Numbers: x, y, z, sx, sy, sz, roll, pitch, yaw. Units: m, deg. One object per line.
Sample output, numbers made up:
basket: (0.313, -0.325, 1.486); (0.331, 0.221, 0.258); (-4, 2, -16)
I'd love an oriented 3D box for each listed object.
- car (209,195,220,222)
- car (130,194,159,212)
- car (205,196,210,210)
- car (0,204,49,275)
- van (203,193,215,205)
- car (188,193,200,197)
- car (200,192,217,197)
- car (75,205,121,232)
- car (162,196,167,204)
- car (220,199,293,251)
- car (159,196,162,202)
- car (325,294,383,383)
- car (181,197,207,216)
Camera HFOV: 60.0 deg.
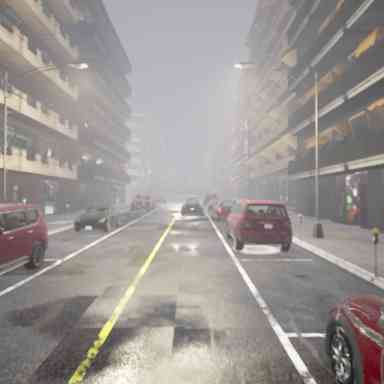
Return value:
car: (2.576, 1.290, 24.625); (1.967, 1.590, 4.097); (1, 0, 0)
car: (-5.256, 1.108, 35.749); (2.192, 1.841, 5.009); (1, 0, 0)
car: (2.584, 1.376, 35.688); (1.802, 1.307, 4.206); (1, 0, 0)
car: (-5.283, 1.261, 8.097); (2.192, 1.841, 5.009); (1, 0, 0)
van: (2.605, 1.067, 52.281); (1.690, 1.788, 3.998); (1, 0, 0)
car: (0.065, 1.215, 59.899); (2.128, 1.511, 4.902); (0, 0, 0)
car: (2.600, 1.061, 46.749); (2.192, 1.841, 5.009); (1, 0, 0)
car: (-5.278, 1.445, 19.161); (1.947, 1.339, 4.313); (1, 0, 0)
car: (-5.241, 1.287, 57.876); (1.802, 1.307, 4.206); (1, 0, 0)
car: (2.568, 1.228, 13.561); (2.192, 1.841, 5.009); (1, 0, 0)
car: (-5.256, 1.313, 41.282); (1.887, 1.381, 4.507); (1, 0, 0)
car: (2.596, 1.423, 2.500); (1.967, 1.590, 4.097); (1, 0, 0)
car: (0.044, 1.418, 30.481); (1.994, 1.385, 4.181); (0, 0, 0)
